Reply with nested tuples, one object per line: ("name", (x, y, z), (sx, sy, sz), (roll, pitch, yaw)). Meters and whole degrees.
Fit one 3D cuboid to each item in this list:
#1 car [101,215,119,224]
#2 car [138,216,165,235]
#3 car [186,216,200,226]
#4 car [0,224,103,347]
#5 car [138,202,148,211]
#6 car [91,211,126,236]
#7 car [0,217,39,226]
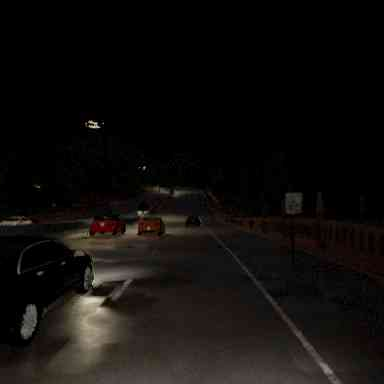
("car", (-13.981, 4.678, 57.093), (1.882, 1.535, 5.008), (0, -4, 1))
("car", (-3.379, 2.836, 28.448), (1.882, 1.535, 5.008), (0, -4, 0))
("car", (0.136, 4.255, 49.150), (1.994, 1.385, 4.181), (0, -4, 0))
("car", (-3.395, 1.610, 6.490), (1.837, 1.490, 4.892), (0, -2, 0))
("car", (-13.911, 4.210, 94.034), (2.150, 2.045, 5.566), (0, 3, 0))
("car", (-6.880, 2.658, 27.630), (2.097, 1.767, 4.553), (0, -4, 0))
("car", (-17.556, 3.186, 33.122), (1.812, 1.442, 4.674), (0, -4, 0))
